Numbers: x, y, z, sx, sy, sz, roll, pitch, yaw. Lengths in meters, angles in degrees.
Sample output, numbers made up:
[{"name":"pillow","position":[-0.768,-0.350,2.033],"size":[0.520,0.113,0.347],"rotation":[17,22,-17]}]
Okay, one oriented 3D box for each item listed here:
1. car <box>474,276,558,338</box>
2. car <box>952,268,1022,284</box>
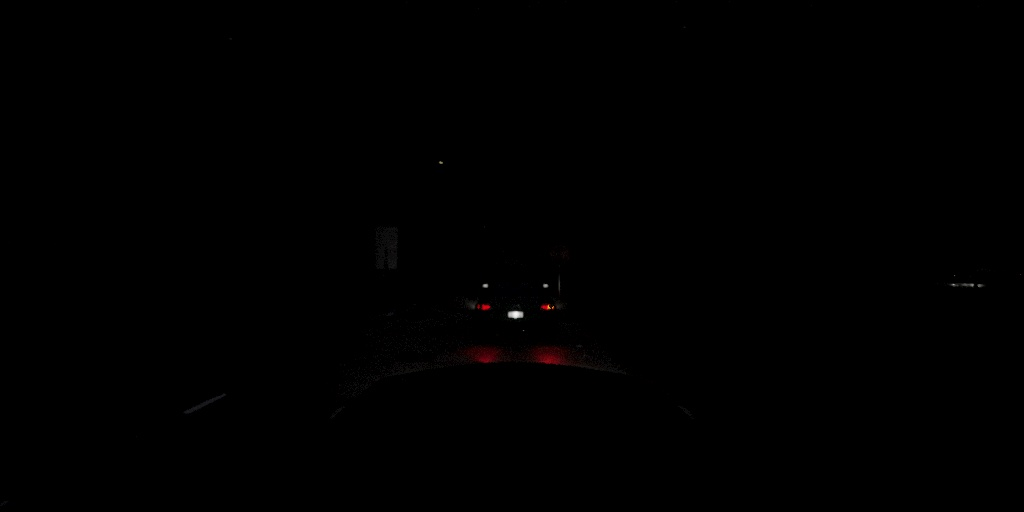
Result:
[{"name":"car","position":[0.098,1.243,9.893],"size":[1.994,1.385,4.181],"rotation":[0,0,0]},{"name":"car","position":[43.122,1.769,32.539],"size":[4.674,1.442,1.812],"rotation":[0,-1,1]}]
